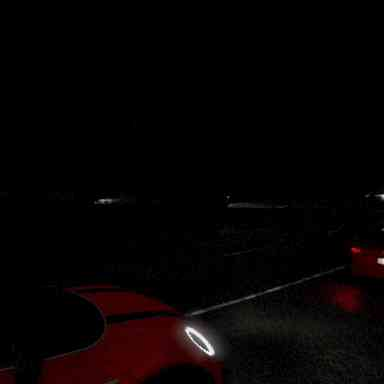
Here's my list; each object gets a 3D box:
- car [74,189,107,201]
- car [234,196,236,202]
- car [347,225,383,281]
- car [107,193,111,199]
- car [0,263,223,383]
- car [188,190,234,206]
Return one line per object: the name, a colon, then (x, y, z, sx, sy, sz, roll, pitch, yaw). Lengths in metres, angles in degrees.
car: (-15.349, 0.499, 49.131, 5.008, 1.535, 1.882, 2, 4, 33)
car: (3.146, 0.545, 41.291, 4.553, 1.767, 2.097, 0, 3, 33)
car: (5.802, 1.476, 8.665, 4.181, 1.385, 1.994, -1, 1, -41)
car: (-15.193, 0.296, 53.204, 4.892, 1.490, 1.837, 2, 4, 33)
car: (-1.912, 1.351, 2.571, 4.553, 1.767, 2.097, 0, 0, -35)
car: (1.807, 0.849, 38.001, 4.902, 1.511, 2.128, 0, 3, 33)
